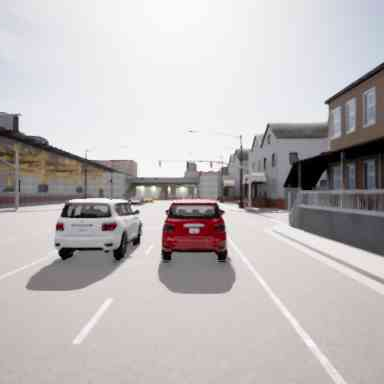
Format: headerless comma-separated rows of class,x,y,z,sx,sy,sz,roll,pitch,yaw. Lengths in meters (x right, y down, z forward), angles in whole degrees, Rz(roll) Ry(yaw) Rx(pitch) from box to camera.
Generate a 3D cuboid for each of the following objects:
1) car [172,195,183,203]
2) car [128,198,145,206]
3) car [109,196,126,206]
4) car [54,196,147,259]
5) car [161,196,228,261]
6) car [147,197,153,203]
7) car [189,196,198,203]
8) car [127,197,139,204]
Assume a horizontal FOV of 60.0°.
car,-3.207,1.575,74.533,2.097,1.767,4.553,0,0,0
car,-10.286,1.857,61.959,2.033,1.411,5.357,0,0,1
car,-13.791,1.662,62.039,2.097,1.767,4.553,0,0,1
car,-3.380,1.285,13.000,2.150,2.045,5.566,0,-1,1
car,0.113,1.285,12.738,2.150,2.045,5.566,0,0,1
car,-10.195,1.865,77.633,1.882,1.535,5.008,0,0,0
car,0.293,1.719,74.548,1.837,1.490,4.892,0,0,0
car,-13.695,1.887,77.660,1.837,1.490,4.892,0,0,0
